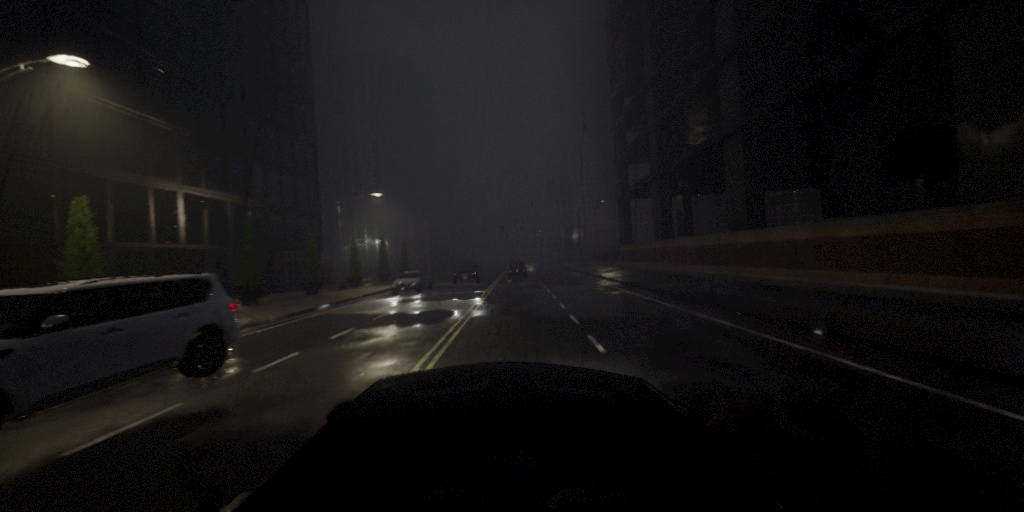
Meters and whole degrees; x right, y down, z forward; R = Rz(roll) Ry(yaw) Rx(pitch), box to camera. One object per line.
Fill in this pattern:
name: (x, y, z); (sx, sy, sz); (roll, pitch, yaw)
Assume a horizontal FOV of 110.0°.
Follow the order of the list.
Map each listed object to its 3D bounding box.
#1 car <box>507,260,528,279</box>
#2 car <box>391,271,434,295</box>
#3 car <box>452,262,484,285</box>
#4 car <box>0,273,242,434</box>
car: (0.518, 1.339, 33.863); (2.033, 1.411, 5.357); (-4, 0, 2)
car: (-6.758, 1.748, 24.551); (1.812, 1.442, 4.674); (-4, 0, 1)
car: (-3.174, 1.181, 26.359); (1.812, 1.442, 4.674); (-4, 0, 1)
car: (-7.115, 1.412, 5.604); (2.150, 2.045, 5.566); (-4, 1, 1)
